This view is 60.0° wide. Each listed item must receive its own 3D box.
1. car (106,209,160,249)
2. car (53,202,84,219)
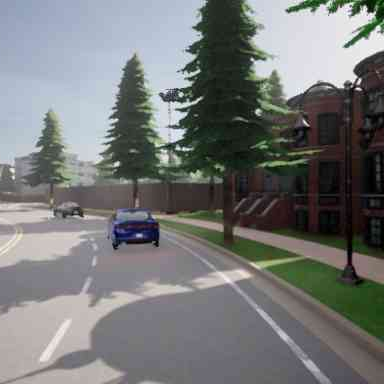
[{"bbox_3d":[-2.773,1.527,15.119,1.882,1.535,5.008,0,0,-18],"label":"car"},{"bbox_3d":[-11.575,1.674,31.167,1.812,1.442,4.674,0,0,-36],"label":"car"}]
